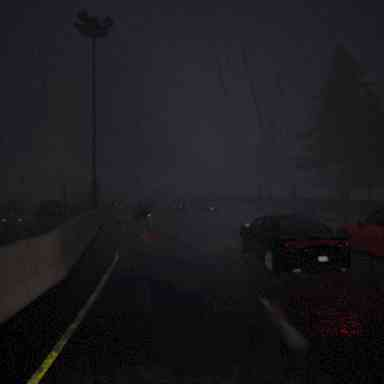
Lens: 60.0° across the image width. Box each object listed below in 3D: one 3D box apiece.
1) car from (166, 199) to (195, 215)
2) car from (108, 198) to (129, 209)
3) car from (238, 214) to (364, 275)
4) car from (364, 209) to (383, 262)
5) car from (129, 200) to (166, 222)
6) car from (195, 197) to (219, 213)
[{"bbox_3d":[-1.766,1.342,31.765,2.033,1.411,5.357,0,0,-18],"label":"car"},{"bbox_3d":[-9.102,1.353,40.868,1.895,1.301,4.718,0,0,-24],"label":"car"},{"bbox_3d":[2.813,1.403,10.274,1.882,1.535,5.008,0,0,-6],"label":"car"},{"bbox_3d":[6.323,1.270,10.108,2.097,1.767,4.553,0,0,-6],"label":"car"},{"bbox_3d":[-3.421,1.350,24.702,1.837,1.490,4.892,0,1,-14],"label":"car"},{"bbox_3d":[1.149,1.279,33.847,1.837,1.490,4.892,0,0,-18],"label":"car"}]
